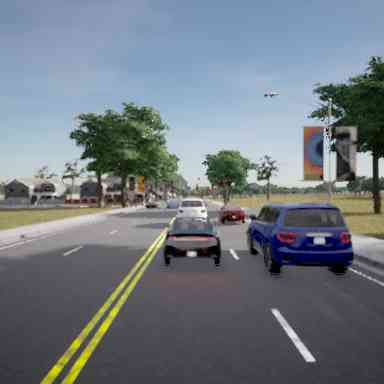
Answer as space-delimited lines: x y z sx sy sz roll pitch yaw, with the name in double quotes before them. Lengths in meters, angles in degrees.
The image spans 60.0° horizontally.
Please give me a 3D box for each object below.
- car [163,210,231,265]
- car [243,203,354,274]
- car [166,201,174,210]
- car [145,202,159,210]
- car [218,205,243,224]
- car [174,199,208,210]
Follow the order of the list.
"car" 0.038 1.639 12.197 2.128 1.511 4.902 0 -1 1
"car" 3.285 1.358 11.170 2.150 2.045 5.566 0 0 1
"car" -3.323 2.182 56.018 1.812 1.442 4.674 0 -1 0
"car" -6.573 2.251 55.378 1.895 1.301 4.718 0 -1 0
"car" 3.299 1.817 28.448 1.882 1.535 5.008 0 0 0
"car" 0.032 1.535 26.125 2.150 2.045 5.566 0 0 1
